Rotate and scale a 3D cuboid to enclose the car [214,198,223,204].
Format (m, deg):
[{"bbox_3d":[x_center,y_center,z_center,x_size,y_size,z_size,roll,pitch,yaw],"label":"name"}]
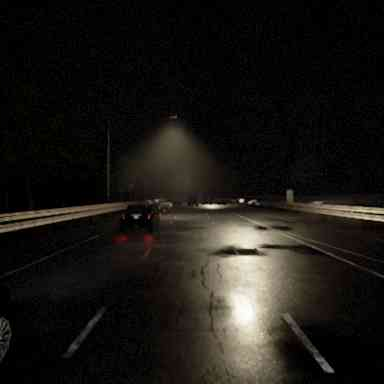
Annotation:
[{"bbox_3d":[7.033,2.335,87.825,2.033,1.411,5.357,0,-1,0],"label":"car"}]

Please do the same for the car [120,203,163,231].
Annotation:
[{"bbox_3d":[-3.392,1.581,22.350,2.097,1.767,4.553,0,-1,0],"label":"car"}]

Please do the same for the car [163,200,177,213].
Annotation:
[{"bbox_3d":[-3.386,2.065,43.637,1.895,1.301,4.718,0,-1,0],"label":"car"}]

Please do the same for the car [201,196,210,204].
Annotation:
[{"bbox_3d":[3.533,2.021,87.860,2.150,2.045,5.566,0,-1,0],"label":"car"}]

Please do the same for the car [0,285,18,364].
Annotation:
[{"bbox_3d":[-3.400,1.519,2.817,2.128,1.511,4.902,0,-1,0],"label":"car"}]

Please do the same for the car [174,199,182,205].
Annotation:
[{"bbox_3d":[-3.470,2.328,78.658,1.882,1.535,5.008,0,-1,0],"label":"car"}]

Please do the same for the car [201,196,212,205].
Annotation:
[{"bbox_3d":[3.530,2.194,77.793,2.097,1.767,4.553,0,-1,0],"label":"car"}]

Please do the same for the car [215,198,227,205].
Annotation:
[{"bbox_3d":[7.030,2.435,77.849,1.895,1.301,4.718,0,-1,0],"label":"car"}]

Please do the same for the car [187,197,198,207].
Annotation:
[{"bbox_3d":[0.123,1.969,69.141,2.150,2.045,5.566,0,-1,0],"label":"car"}]
